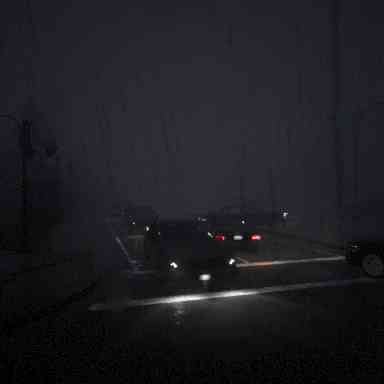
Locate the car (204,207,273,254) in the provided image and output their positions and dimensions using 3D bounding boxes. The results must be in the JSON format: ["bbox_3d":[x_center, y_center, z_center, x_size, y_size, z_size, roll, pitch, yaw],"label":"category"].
[{"bbox_3d":[1.348,1.538,13.403,2.033,1.411,5.357,0,0,-4],"label":"car"}]

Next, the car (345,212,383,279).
[{"bbox_3d":[6.534,1.475,8.257,5.008,1.535,1.882,0,0,39],"label":"car"}]

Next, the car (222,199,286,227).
[{"bbox_3d":[2.840,1.467,19.907,5.357,1.411,2.033,-3,1,-15],"label":"car"}]

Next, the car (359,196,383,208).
[{"bbox_3d":[23.875,1.273,43.219,1.845,1.501,3.633,0,0,-17],"label":"car"}]

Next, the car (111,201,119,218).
[{"bbox_3d":[-6.280,1.515,30.103,2.033,1.411,5.357,0,0,-17],"label":"car"}]

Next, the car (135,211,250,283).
[{"bbox_3d":[-0.370,1.543,10.122,2.033,1.411,5.357,0,0,-15],"label":"car"}]

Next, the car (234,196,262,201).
[{"bbox_3d":[7.327,1.287,46.177,2.007,1.523,4.514,0,0,-17],"label":"car"}]

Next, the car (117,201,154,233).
[{"bbox_3d":[-3.111,1.529,19.954,2.033,1.411,5.357,0,0,-17],"label":"car"}]

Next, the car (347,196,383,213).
[{"bbox_3d":[15.578,1.356,29.226,1.970,1.475,3.806,0,0,-17],"label":"car"}]

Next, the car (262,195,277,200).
[{"bbox_3d":[10.314,1.277,47.135,2.152,1.636,5.027,0,0,-17],"label":"car"}]
